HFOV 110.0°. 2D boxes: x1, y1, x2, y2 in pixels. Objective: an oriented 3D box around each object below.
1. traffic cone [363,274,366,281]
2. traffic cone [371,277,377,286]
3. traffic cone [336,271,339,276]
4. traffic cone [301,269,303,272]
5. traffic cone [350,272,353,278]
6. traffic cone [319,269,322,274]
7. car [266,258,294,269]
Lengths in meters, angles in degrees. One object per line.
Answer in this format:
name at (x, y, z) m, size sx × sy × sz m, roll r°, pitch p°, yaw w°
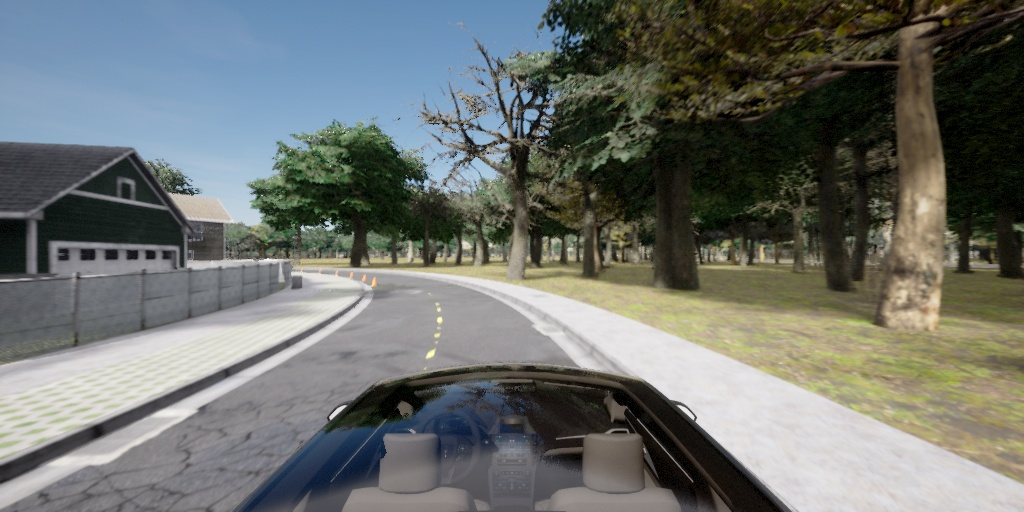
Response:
traffic cone at (-11.684, 1.701, 28.399) m, size 0.340 × 0.580 × 0.340 m, roll 0°, pitch 0°, yaw -33°
traffic cone at (-9.316, 1.709, 24.264) m, size 0.340 × 0.580 × 0.340 m, roll 0°, pitch 0°, yaw -27°
traffic cone at (-17.534, 1.683, 35.905) m, size 0.340 × 0.580 × 0.340 m, roll 0°, pitch 0°, yaw -43°
traffic cone at (-24.694, 1.670, 42.179) m, size 0.340 × 0.580 × 0.340 m, roll 0°, pitch 0°, yaw 36°
traffic cone at (-14.432, 1.693, 32.290) m, size 0.340 × 0.580 × 0.340 m, roll 0°, pitch 0°, yaw -38°
traffic cone at (-20.966, 1.675, 39.211) m, size 0.340 × 0.580 × 0.340 m, roll 0°, pitch 0°, yaw 41°
car at (-31.730, 1.055, 48.544) m, size 4.553 × 1.767 × 2.097 m, roll 0°, pitch 0°, yaw 28°
